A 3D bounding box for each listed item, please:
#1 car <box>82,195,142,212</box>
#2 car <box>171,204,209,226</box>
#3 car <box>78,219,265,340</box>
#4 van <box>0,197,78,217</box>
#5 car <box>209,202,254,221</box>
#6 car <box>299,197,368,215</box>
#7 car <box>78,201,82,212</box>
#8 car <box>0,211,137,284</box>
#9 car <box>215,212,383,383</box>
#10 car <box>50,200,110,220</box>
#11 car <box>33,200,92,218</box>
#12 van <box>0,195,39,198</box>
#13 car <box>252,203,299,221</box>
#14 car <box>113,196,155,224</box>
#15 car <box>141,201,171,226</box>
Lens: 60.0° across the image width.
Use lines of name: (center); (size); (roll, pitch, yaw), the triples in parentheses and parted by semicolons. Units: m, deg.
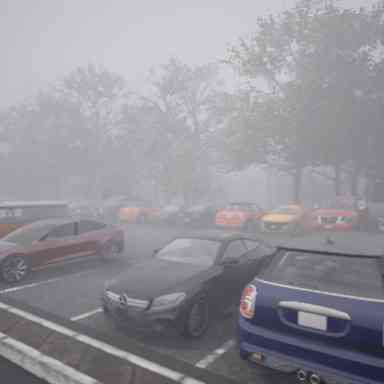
car: (-5.682, 1.312, 27.302); (2.435, 2.045, 5.566); (0, 0, 36)
car: (1.116, 1.549, 22.446); (2.097, 1.535, 5.008); (0, 0, 36)
car: (0.287, 1.570, 6.944); (2.002, 1.452, 4.674); (0, 0, 36)
van: (-6.616, 1.324, 11.757); (1.878, 1.987, 4.442); (0, 0, 36)
car: (3.361, 1.417, 20.799); (2.185, 1.767, 4.553); (0, 0, 36)
car: (7.888, 1.279, 17.551); (2.435, 2.045, 5.566); (0, 0, 36)
car: (-7.912, 1.597, 28.975); (2.163, 1.488, 4.792); (0, 0, 36)
car: (-4.252, 1.573, 10.167); (2.163, 1.488, 4.792); (0, 0, 36)
car: (2.526, 1.398, 5.293); (2.185, 1.767, 4.553); (0, 0, 36)
car: (-10.185, 1.572, 30.581); (2.231, 1.521, 4.892); (0, 0, 36)
car: (-12.448, 1.574, 32.205); (2.097, 1.535, 5.008); (0, 0, 36)
van: (-19.303, 1.355, 36.982); (1.878, 1.987, 4.442); (0, 0, 36)
car: (5.644, 1.536, 19.204); (2.097, 1.535, 5.008); (0, 0, 36)
car: (-3.423, 1.433, 25.675); (2.185, 1.767, 4.553); (0, 0, 36)
car: (-1.141, 1.594, 24.077); (2.002, 1.452, 4.674); (0, 0, 36)
